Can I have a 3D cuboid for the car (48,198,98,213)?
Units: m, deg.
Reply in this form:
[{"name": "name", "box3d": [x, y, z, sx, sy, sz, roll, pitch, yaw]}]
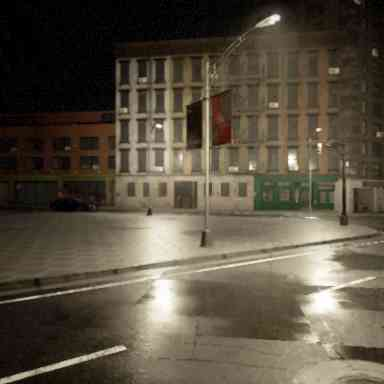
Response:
[{"name": "car", "box3d": [-10.629, 1.192, 29.766, 4.181, 1.385, 1.994, 1, 0, 8]}]
